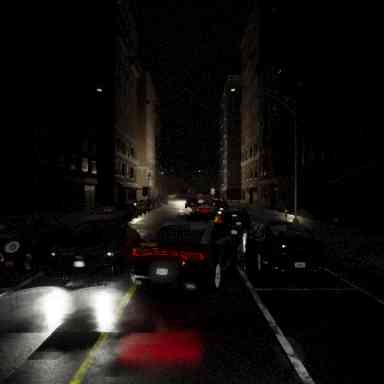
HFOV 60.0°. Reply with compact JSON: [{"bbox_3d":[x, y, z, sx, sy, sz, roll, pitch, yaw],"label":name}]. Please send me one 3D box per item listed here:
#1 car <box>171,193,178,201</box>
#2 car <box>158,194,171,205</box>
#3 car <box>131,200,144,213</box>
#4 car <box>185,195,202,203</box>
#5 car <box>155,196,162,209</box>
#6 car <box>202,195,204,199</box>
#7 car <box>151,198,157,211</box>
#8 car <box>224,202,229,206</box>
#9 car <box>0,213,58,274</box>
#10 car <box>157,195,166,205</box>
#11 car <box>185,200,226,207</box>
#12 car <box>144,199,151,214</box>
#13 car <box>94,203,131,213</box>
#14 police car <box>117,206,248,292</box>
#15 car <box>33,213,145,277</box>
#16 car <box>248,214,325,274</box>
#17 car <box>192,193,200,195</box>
[{"bbox_3d":[-5.340,1.506,85.499,2.008,1.369,4.403,0,0,0],"label":"car"},{"bbox_3d":[-5.355,1.293,59.036,2.192,1.841,5.009,0,0,0],"label":"car"},{"bbox_3d":[-5.374,1.562,26.559,1.947,1.339,4.313,0,0,0],"label":"car"},{"bbox_3d":[0.032,1.552,45.540,1.994,1.385,4.181,0,0,0],"label":"car"},{"bbox_3d":[-5.364,1.541,42.798,2.008,1.369,4.403,0,0,0],"label":"car"},{"bbox_3d":[2.664,1.511,48.367,1.752,1.417,4.829,0,0,0],"label":"car"},{"bbox_3d":[-5.368,1.575,37.385,1.802,1.307,4.206,0,0,0],"label":"car"},{"bbox_3d":[2.648,1.547,21.133,2.008,1.369,4.403,0,0,0],"label":"car"},{"bbox_3d":[-5.383,1.439,10.321,1.967,1.590,4.097,0,0,0],"label":"car"},{"bbox_3d":[-5.361,1.537,48.211,2.008,1.369,4.403,0,0,0],"label":"car"},{"bbox_3d":[0.728,1.453,19.048,1.801,1.575,5.366,0,0,2],"label":"car"},{"bbox_3d":[-5.371,1.520,31.802,1.752,1.417,4.829,0,0,0],"label":"car"},{"bbox_3d":[-5.377,1.522,20.977,1.752,1.417,4.829,0,0,0],"label":"car"},{"bbox_3d":[0.146,1.424,9.270,1.930,1.638,5.238,0,0,17],"label":"police car"},{"bbox_3d":[-2.743,1.562,10.064,1.994,1.385,4.181,0,0,0],"label":"car"},{"bbox_3d":[2.642,1.549,10.308,2.008,1.369,4.403,0,0,0],"label":"car"},{"bbox_3d":[0.033,1.455,59.382,1.882,1.535,5.008,0,0,0],"label":"car"}]
